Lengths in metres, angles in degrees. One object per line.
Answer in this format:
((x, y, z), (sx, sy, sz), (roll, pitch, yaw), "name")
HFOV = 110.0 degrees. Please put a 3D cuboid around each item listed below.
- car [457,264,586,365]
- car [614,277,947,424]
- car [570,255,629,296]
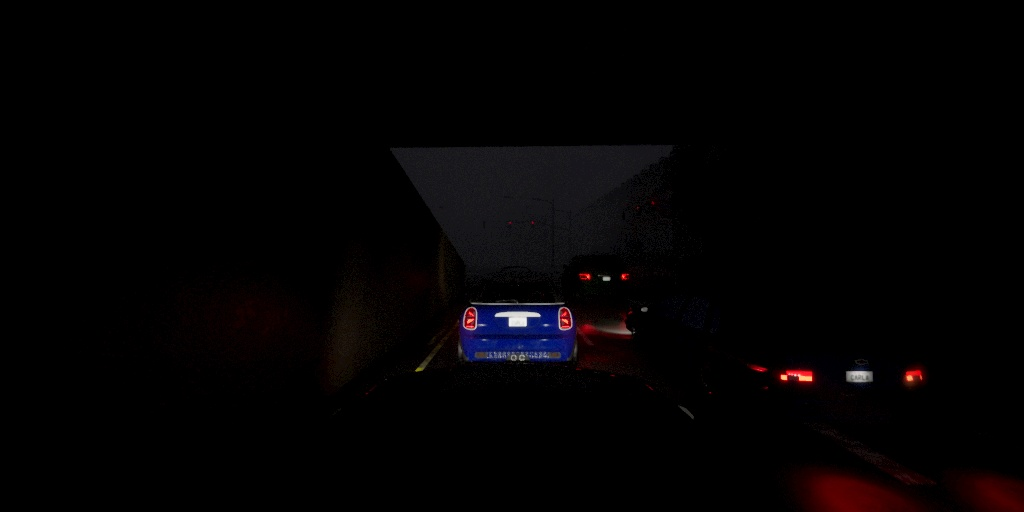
((0.108, 1.102, 7.999), (2.097, 1.767, 4.553), (0, 0, 0), "car")
((3.611, 1.297, 6.228), (2.033, 1.411, 5.357), (0, 0, 0), "car")
((3.647, 0.971, 16.474), (2.150, 2.045, 5.566), (0, 0, 0), "car")
